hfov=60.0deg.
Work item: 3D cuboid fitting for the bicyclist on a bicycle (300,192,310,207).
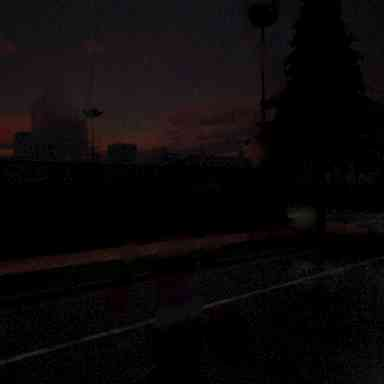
[{"bbox_3d":[12.629,0.842,37.154,1.656,1.620,0.582,-1,1,-35],"label":"bicyclist on a bicycle"}]

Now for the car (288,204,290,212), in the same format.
[{"bbox_3d":[6.565,1.155,30.183,1.882,1.535,5.008,-1,1,-35],"label":"car"}]
